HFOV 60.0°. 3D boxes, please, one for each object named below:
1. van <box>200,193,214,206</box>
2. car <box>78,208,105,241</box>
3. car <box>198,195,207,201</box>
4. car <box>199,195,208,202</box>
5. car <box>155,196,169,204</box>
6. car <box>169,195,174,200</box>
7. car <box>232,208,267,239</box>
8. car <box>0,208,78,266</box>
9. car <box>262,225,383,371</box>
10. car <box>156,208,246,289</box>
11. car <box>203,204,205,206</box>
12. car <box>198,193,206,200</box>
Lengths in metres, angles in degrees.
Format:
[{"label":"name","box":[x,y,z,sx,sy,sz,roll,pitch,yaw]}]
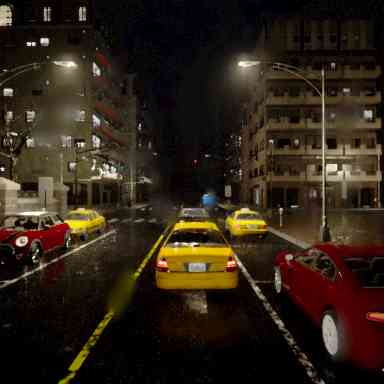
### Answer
[{"label":"van","box":[2.670,1.321,54.981,1.690,1.788,3.998,1,0,0]},{"label":"car","box":[-5.692,1.527,16.831,1.752,1.417,4.829,1,0,0]},{"label":"car","box":[2.651,1.495,83.336,2.008,1.369,4.403,1,0,0]},{"label":"car","box":[2.654,1.503,77.665,2.008,1.369,4.403,1,0,0]},{"label":"car","box":[-5.717,1.556,60.705,1.802,1.307,4.206,1,0,0]},{"label":"car","box":[-5.733,1.516,89.060,1.802,1.307,4.206,1,0,0]},{"label":"car","box":[2.688,1.527,17.159,1.752,1.417,4.829,1,0,0]},{"label":"car","box":[-5.688,1.442,11.387,1.967,1.590,4.097,1,0,0]},{"label":"car","box":[2.694,1.546,5.755,1.887,1.381,4.507,1,0,0]},{"label":"car","box":[0.094,1.458,9.127,1.801,1.575,5.366,0,0,0]},{"label":"car","box":[0.096,1.603,19.616,1.895,1.301,4.718,0,0,0]},{"label":"car","box":[2.651,1.249,89.007,2.192,1.841,5.009,1,0,0]}]
